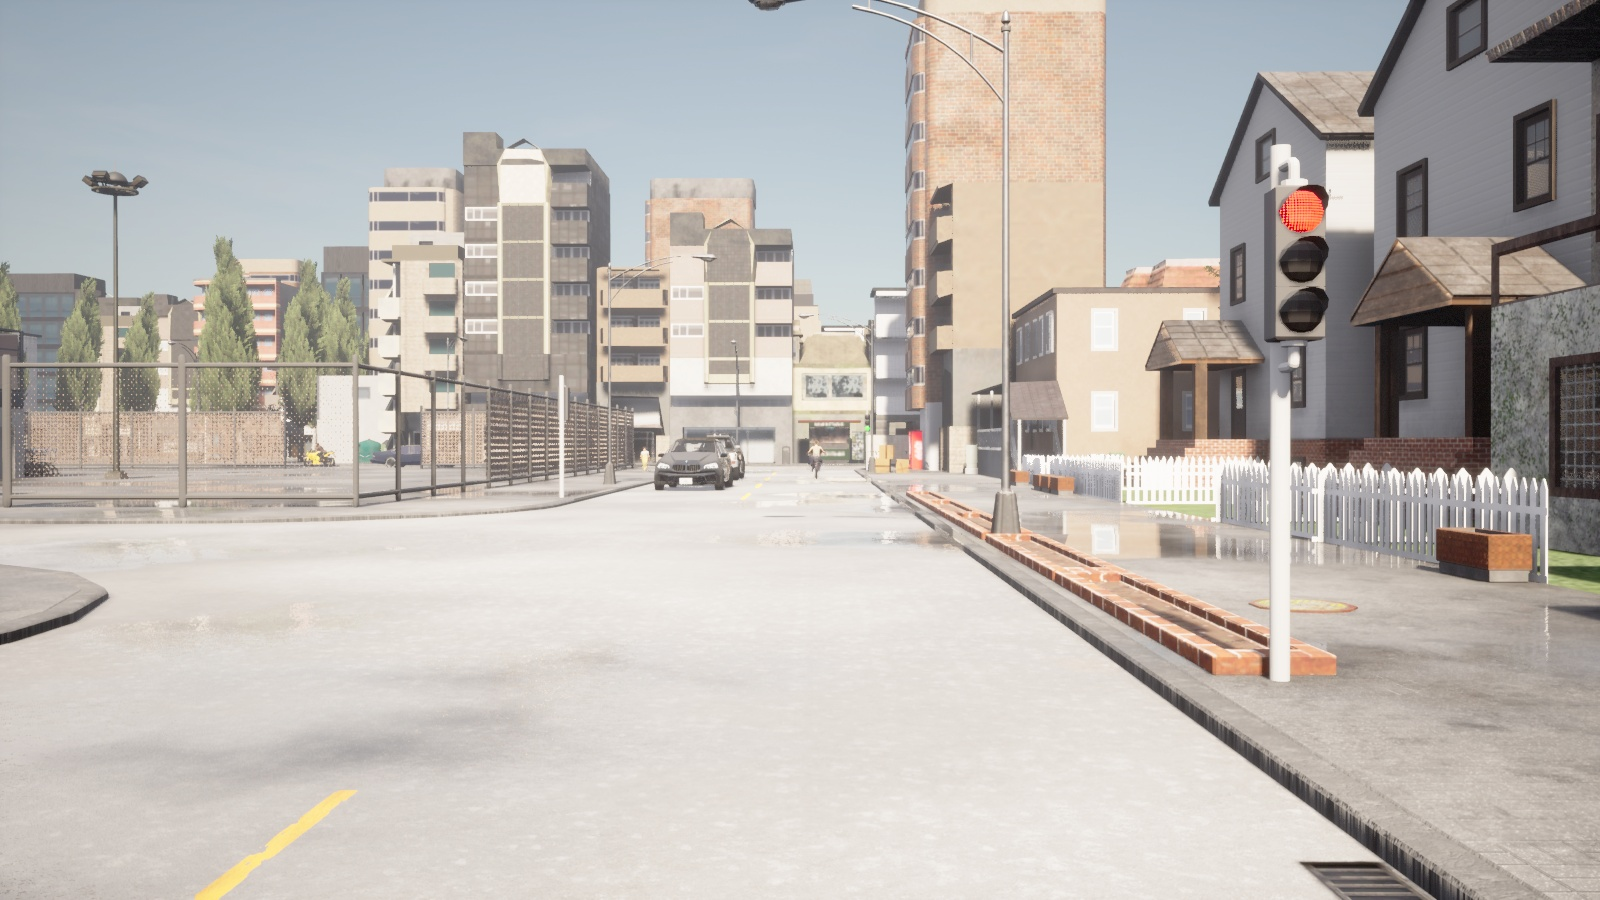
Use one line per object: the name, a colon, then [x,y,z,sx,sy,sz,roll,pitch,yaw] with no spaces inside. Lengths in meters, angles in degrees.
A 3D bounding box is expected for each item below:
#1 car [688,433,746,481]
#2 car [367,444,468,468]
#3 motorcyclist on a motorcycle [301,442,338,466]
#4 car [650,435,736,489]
car: [-3.313,0.273,50.980,1.932,1.855,4.605,0,0,2]
car: [-22.766,0.353,74.878,5.357,1.411,2.033,0,0,1]
motorcyclist on a motorcycle: [-30.227,0.258,78.965,2.044,1.523,0.797,0,0,1]
car: [-3.419,0.357,41.005,2.242,1.667,4.611,0,0,2]
